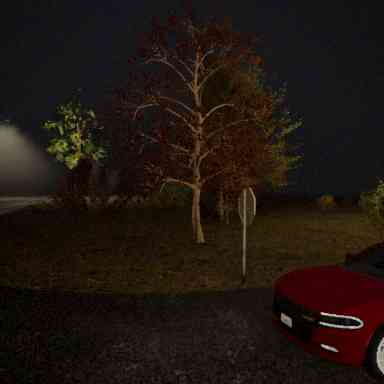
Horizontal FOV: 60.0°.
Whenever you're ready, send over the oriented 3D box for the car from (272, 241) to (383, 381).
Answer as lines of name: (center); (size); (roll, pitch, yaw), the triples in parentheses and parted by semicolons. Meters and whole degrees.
car: (3.707, 1.479, 5.204); (5.008, 1.535, 1.882); (0, 0, -15)
